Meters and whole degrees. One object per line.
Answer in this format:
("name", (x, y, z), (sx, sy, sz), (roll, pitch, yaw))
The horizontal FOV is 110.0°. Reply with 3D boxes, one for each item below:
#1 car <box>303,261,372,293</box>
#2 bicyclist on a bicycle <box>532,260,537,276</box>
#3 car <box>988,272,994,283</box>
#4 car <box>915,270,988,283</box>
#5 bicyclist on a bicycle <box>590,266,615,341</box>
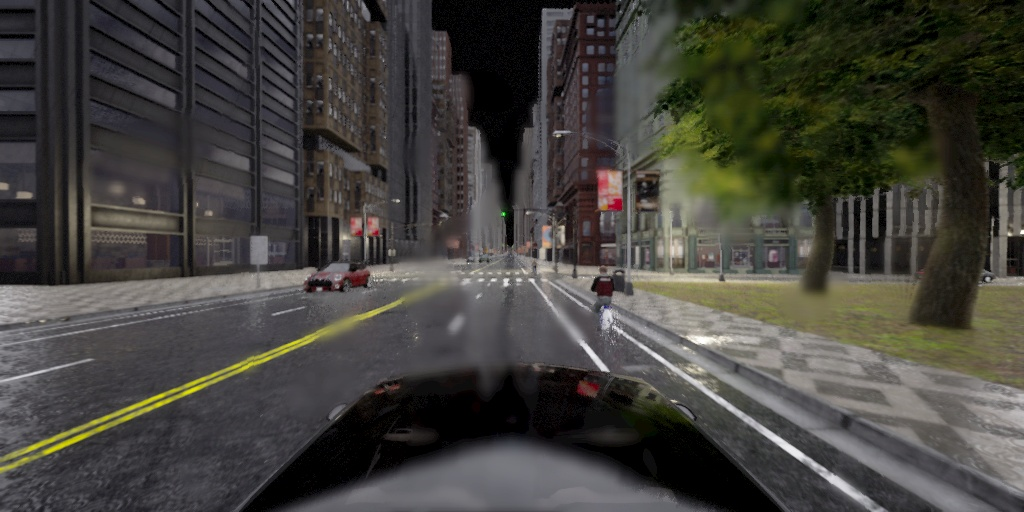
("car", (-9.814, 1.109, 20.530), (2.097, 1.767, 4.553), (0, 0, 0))
("bicyclist on a bicycle", (2.269, 1.239, 35.805), (0.582, 1.620, 1.656), (1, 0, 0))
("car", (48.731, 2.070, 38.634), (4.892, 1.490, 1.837), (1, 0, -1))
("car", (42.985, 2.000, 35.450), (4.902, 1.511, 2.128), (1, 0, -1))
("bicyclist on a bicycle", (2.249, 1.120, 9.025), (0.659, 1.776, 1.843), (0, 0, 0))
